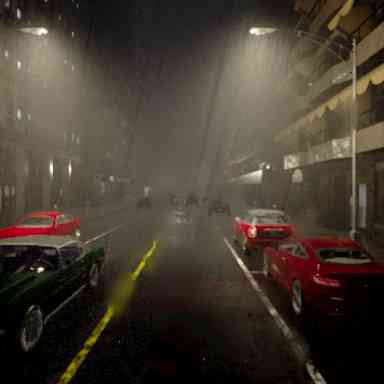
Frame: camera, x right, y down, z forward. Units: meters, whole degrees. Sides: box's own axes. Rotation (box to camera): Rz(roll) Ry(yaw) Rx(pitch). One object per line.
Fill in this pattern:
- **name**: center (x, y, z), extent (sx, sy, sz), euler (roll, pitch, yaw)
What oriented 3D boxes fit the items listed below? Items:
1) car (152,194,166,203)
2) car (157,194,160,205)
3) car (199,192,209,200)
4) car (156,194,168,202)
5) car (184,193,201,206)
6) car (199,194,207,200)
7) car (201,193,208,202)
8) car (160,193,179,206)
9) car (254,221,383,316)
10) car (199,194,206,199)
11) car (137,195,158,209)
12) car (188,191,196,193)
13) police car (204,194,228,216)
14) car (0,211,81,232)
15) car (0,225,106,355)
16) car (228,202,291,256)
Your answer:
- **car**: center (-5.681, 1.119, 57.990), extent (1.967, 1.590, 4.097), euler (0, 0, 0)
- **car**: center (-5.681, 1.259, 52.340), extent (2.008, 1.369, 4.403), euler (0, 0, 0)
- **car**: center (2.703, 0.910, 74.933), extent (2.192, 1.841, 5.009), euler (0, 0, 0)
- **car**: center (-5.680, 1.177, 63.467), extent (1.752, 1.417, 4.829), euler (0, 0, 0)
- **car**: center (0.010, 1.238, 47.763), extent (1.837, 1.490, 4.892), euler (0, 1, 0)
- **car**: center (2.703, 1.149, 80.582), extent (1.802, 1.307, 4.206), euler (0, 0, 0)
- **car**: center (2.699, 1.259, 52.340), extent (2.008, 1.369, 4.403), euler (0, 0, 0)
- **car**: center (-3.073, 1.080, 48.380), extent (2.097, 1.767, 4.553), euler (0, 0, 0)
- **car**: center (2.693, 1.539, 7.152), extent (1.802, 1.307, 4.206), euler (0, 0, 0)
- **car**: center (2.704, 1.121, 86.231), extent (1.802, 1.307, 4.206), euler (0, 0, 0)
- **car**: center (-5.683, 1.333, 41.044), extent (1.947, 1.339, 4.313), euler (0, 0, 0)
- **car**: center (0.011, 0.864, 66.817), extent (2.150, 2.045, 5.566), euler (0, 0, 0)
- **police car**: center (2.372, 1.250, 30.566), extent (1.930, 1.638, 5.238), euler (0, 0, 0)
- **car**: center (-5.687, 1.470, 12.802), extent (1.887, 1.381, 4.507), euler (0, 0, 0)
- **car**: center (-3.098, 1.564, 6.140), extent (1.895, 1.301, 4.718), euler (0, 0, 0)
- **car**: center (2.694, 1.365, 12.800), extent (1.967, 1.590, 4.097), euler (0, 0, 0)
